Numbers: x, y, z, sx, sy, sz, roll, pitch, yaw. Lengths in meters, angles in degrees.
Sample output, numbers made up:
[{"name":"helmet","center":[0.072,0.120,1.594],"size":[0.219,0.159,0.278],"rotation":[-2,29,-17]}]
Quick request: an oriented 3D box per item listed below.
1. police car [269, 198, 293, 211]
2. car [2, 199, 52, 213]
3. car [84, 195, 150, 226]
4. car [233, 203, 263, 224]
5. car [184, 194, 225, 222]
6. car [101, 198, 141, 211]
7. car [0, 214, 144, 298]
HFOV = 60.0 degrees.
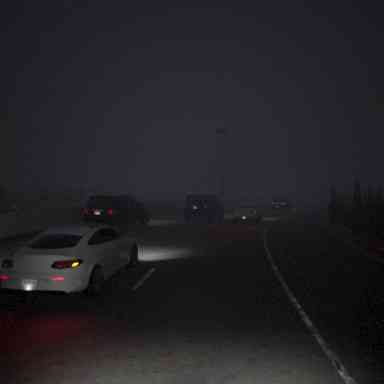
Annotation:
[{"name":"police car","center":[11.008,1.506,40.662],"size":[2.038,1.542,4.974],"rotation":[0,0,28]},{"name":"car","center":[-15.746,1.406,31.924],"size":[1.882,1.535,5.008],"rotation":[0,0,18]},{"name":"car","center":[-4.372,1.194,20.069],"size":[2.150,2.045,5.566],"rotation":[0,0,13]},{"name":"car","center":[4.258,1.521,24.953],"size":[1.812,1.442,4.674],"rotation":[0,0,17]},{"name":"car","center":[1.054,1.205,26.536],"size":[2.150,2.045,5.566],"rotation":[0,0,18]},{"name":"car","center":[-8.602,1.492,41.008],"size":[2.033,1.411,5.357],"rotation":[0,0,24]},{"name":"car","center":[-2.772,1.511,8.454],"size":[1.812,1.442,4.674],"rotation":[0,0,6]}]
